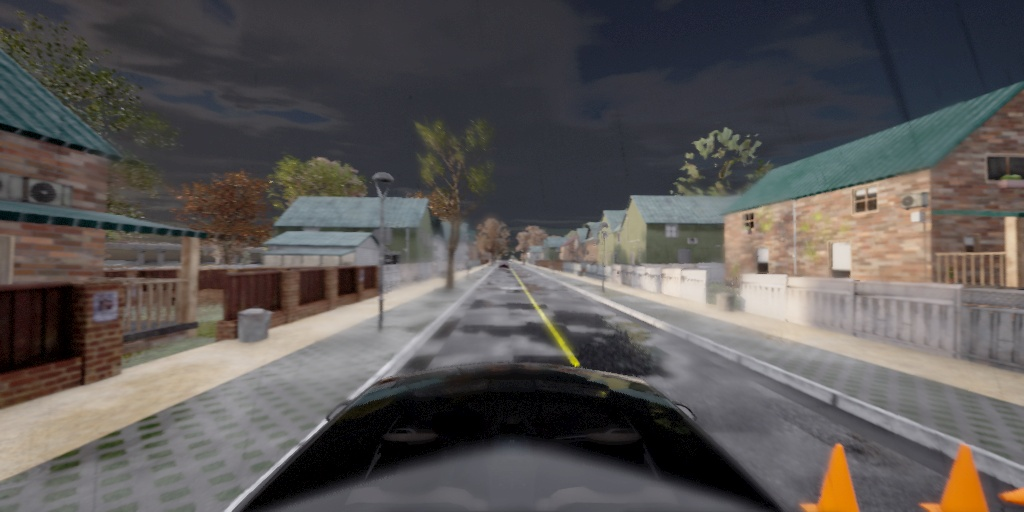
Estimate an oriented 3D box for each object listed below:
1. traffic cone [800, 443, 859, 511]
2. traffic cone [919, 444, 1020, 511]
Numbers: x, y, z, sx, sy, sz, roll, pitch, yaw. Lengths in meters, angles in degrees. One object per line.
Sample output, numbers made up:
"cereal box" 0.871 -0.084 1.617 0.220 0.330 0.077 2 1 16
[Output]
"traffic cone" 2.511 1.746 2.757 0.340 0.580 0.340 0 0 -1
"traffic cone" 3.511 1.759 2.779 0.340 0.580 0.340 0 0 -1
